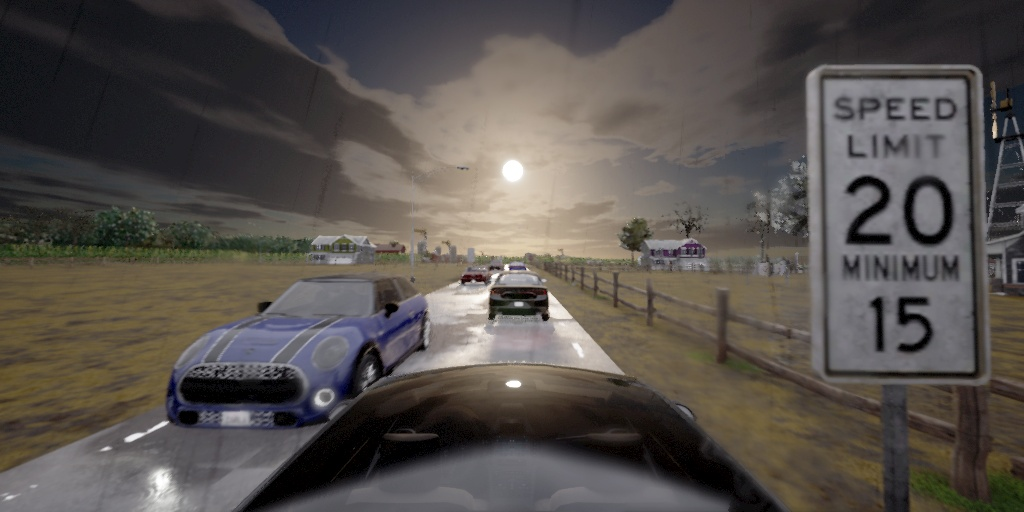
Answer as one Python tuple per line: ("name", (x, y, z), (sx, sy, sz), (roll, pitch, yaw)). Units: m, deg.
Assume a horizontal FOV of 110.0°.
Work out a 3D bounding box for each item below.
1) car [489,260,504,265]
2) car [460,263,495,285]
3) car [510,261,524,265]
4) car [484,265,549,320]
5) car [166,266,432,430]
("car", (-2.130, 1.280, 49.415), (2.097, 1.767, 4.553), (0, 0, 1))
("car", (-2.530, 1.376, 26.018), (1.895, 1.301, 4.718), (0, 0, 1))
("car", (0.547, 1.314, 38.058), (1.882, 1.535, 5.008), (0, 0, 1))
("car", (0.231, 1.240, 12.796), (1.882, 1.535, 5.008), (0, 0, 1))
("car", (-2.813, 1.089, 5.941), (2.097, 1.767, 4.553), (0, 0, 1))
